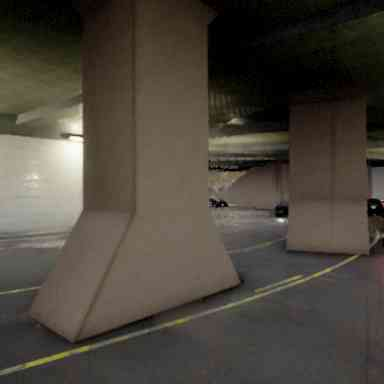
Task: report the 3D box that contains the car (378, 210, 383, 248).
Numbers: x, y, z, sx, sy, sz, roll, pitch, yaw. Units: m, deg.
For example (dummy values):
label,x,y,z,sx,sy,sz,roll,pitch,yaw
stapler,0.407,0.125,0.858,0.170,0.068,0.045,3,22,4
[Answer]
label,x,y,z,sx,sy,sz,roll,pitch,yaw
car,8.860,1.510,13.267,1.812,1.442,4.674,0,0,36

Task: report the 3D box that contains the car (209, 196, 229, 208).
label,x,y,z,sx,sy,sz,roll,pitch,yaw
car,3.996,1.619,49.213,1.994,1.385,4.181,0,0,-10

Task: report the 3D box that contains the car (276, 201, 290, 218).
label,x,y,z,sx,sy,sz,roll,pitch,yaw
car,8.646,1.557,30.389,2.033,1.411,5.357,0,0,11

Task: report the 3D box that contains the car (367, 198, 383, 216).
label,x,y,z,sx,sy,sz,roll,pitch,yaw
car,15.617,1.333,29.918,2.097,1.767,4.553,0,0,11
